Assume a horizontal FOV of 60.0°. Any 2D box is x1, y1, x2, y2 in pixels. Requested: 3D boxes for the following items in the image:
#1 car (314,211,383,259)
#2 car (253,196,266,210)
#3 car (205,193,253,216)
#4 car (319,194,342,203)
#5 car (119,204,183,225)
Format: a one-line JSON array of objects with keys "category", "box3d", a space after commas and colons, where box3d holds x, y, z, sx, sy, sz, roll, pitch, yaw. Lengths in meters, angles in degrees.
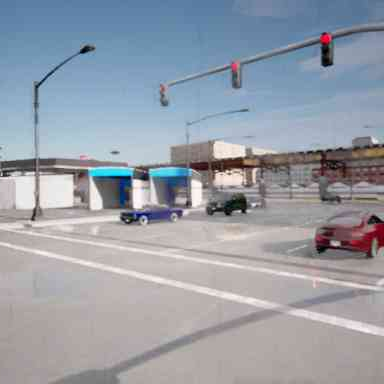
[{"category": "car", "box3d": [6.024, 1.432, 12.251, 1.812, 1.442, 4.674, -1, 0, 41]}, {"category": "car", "box3d": [7.862, 1.300, 40.672, 2.128, 1.511, 4.902, 0, 0, 19]}, {"category": "car", "box3d": [3.395, 1.097, 31.570, 2.150, 2.045, 5.566, 0, 0, 33]}, {"category": "car", "box3d": [23.892, 1.116, 57.549, 1.837, 1.490, 4.892, -1, 0, -8]}, {"category": "car", "box3d": [-2.850, 1.557, 23.700, 1.895, 1.301, 4.718, 0, 0, 41]}]
